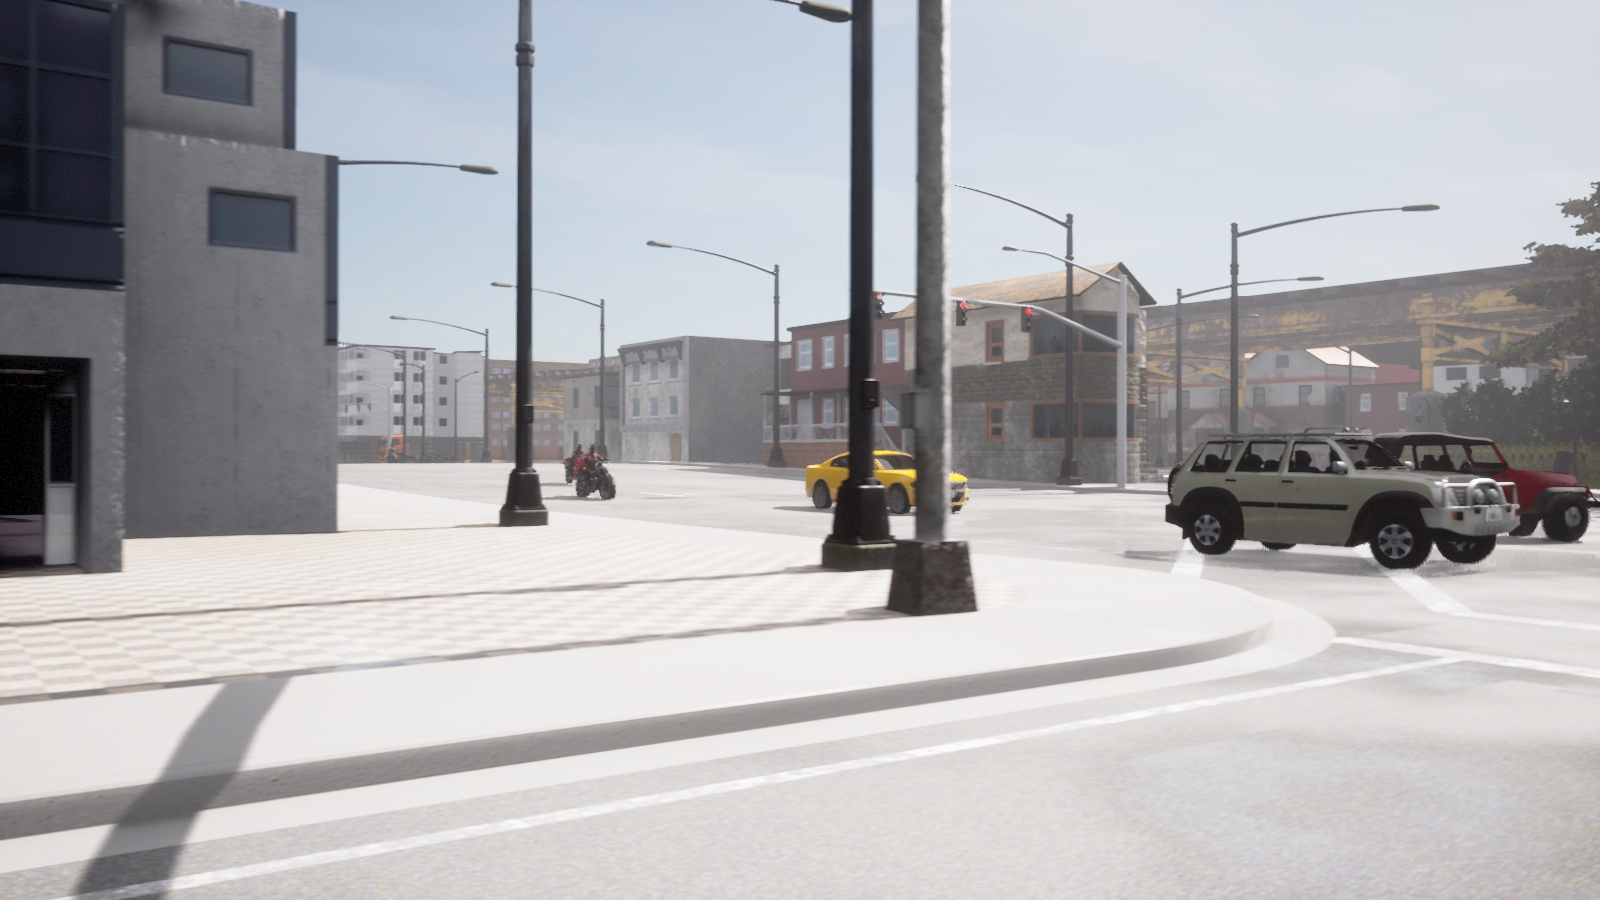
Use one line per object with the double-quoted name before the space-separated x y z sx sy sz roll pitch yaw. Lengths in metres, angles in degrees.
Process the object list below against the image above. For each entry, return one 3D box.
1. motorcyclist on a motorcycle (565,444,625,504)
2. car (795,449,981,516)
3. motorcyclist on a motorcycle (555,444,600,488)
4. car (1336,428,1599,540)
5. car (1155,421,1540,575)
"motorcyclist on a motorcycle" -5.996 0.667 36.647 0.766 1.649 2.350 0 1 -35
"car" 2.080 0.740 31.292 1.882 1.535 5.008 0 0 -35
"motorcyclist on a motorcycle" -8.118 0.560 45.701 0.797 1.523 2.044 0 1 -35
"car" 11.821 0.569 22.232 3.866 1.878 1.905 0 0 4
"car" 7.479 0.589 17.607 1.932 1.855 4.605 0 0 -35
